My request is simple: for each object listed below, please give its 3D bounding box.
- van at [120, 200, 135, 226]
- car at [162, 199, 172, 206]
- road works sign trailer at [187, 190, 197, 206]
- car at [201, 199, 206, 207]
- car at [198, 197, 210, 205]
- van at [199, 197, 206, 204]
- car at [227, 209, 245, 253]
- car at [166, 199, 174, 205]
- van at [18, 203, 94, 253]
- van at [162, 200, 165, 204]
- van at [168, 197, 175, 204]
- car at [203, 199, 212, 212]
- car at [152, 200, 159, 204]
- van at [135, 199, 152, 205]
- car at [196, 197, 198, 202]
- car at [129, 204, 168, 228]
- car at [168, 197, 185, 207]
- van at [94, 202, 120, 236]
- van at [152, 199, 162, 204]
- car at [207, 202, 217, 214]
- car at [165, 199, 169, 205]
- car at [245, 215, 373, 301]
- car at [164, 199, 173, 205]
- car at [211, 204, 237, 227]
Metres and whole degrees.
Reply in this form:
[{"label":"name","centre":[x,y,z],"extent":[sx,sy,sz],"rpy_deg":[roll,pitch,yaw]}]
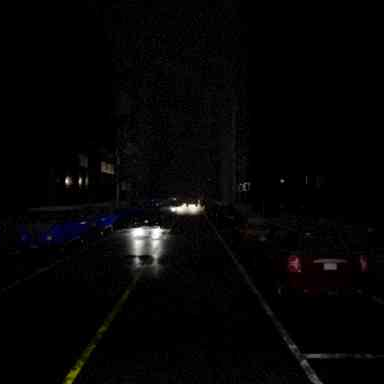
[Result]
[{"label":"van","centre":[-5.761,1.620,25.428],"extent":[1.690,1.788,3.998],"rpy_deg":[0,-1,0]},{"label":"car","centre":[-5.761,2.407,75.993],"extent":[2.008,1.369,4.403],"rpy_deg":[0,-1,0]},{"label":"road works sign trailer","centre":[0.002,1.309,74.996],"extent":[2.380,3.560,2.880],"rpy_deg":[0,-1,0]},{"label":"car","centre":[2.764,2.097,47.906],"extent":[1.947,1.339,4.313],"rpy_deg":[0,-1,0]},{"label":"car","centre":[2.764,2.039,64.765],"extent":[2.192,1.841,5.009],"rpy_deg":[0,-1,0]},{"label":"van","centre":[2.765,2.331,87.237],"extent":[1.690,1.788,3.998],"rpy_deg":[0,-1,0]},{"label":"car","centre":[2.764,1.683,14.366],"extent":[1.752,1.417,4.829],"rpy_deg":[0,-1,0]},{"label":"car","centre":[-5.760,2.535,87.223],"extent":[1.887,1.381,4.507],"rpy_deg":[0,-1,0]},{"label":"van","centre":[-5.761,1.497,14.192],"extent":[1.690,1.788,3.998],"rpy_deg":[0,-1,0]},{"label":"van","centre":[-5.760,1.936,53.519],"extent":[1.690,1.788,3.998],"rpy_deg":[0,-1,0]},{"label":"van","centre":[-5.760,2.399,92.844],"extent":[1.690,1.788,3.998],"rpy_deg":[0,-1,0]},{"label":"car","centre":[2.764,1.995,42.458],"extent":[1.752,1.417,4.829],"rpy_deg":[0,-1,0]},{"label":"car","centre":[-5.761,2.012,42.280],"extent":[1.887,1.381,4.507],"rpy_deg":[0,-1,0]},{"label":"van","centre":[-5.761,1.746,36.664],"extent":[1.690,1.788,3.998],"rpy_deg":[0,-1,0]},{"label":"car","centre":[2.764,2.474,81.616],"extent":[2.008,1.369,4.403],"rpy_deg":[0,-1,0]},{"label":"car","centre":[-3.099,1.834,24.576],"extent":[1.994,1.385,4.181],"rpy_deg":[0,-1,0]},{"label":"car","centre":[-3.012,2.236,65.867],"extent":[2.128,1.511,4.902],"rpy_deg":[0,-1,0]},{"label":"van","centre":[-5.761,1.558,19.810],"extent":[1.690,1.788,3.998],"rpy_deg":[0,-1,0]},{"label":"van","centre":[-5.760,1.872,47.900],"extent":[1.690,1.788,3.998],"rpy_deg":[0,-1,0]},{"label":"car","centre":[2.764,1.908,31.050],"extent":[1.947,1.339,4.313],"rpy_deg":[0,-1,0]},{"label":"car","centre":[-5.761,2.313,70.200],"extent":[1.752,1.417,4.829],"rpy_deg":[0,-1,0]},{"label":"car","centre":[2.764,1.534,8.578],"extent":[1.967,1.590,4.097],"rpy_deg":[0,-1,0]},{"label":"car","centre":[-5.761,2.468,81.606],"extent":[1.887,1.381,4.507],"rpy_deg":[0,-1,0]},{"label":"car","centre":[2.764,1.845,25.433],"extent":[1.947,1.339,4.313],"rpy_deg":[0,-1,0]}]
